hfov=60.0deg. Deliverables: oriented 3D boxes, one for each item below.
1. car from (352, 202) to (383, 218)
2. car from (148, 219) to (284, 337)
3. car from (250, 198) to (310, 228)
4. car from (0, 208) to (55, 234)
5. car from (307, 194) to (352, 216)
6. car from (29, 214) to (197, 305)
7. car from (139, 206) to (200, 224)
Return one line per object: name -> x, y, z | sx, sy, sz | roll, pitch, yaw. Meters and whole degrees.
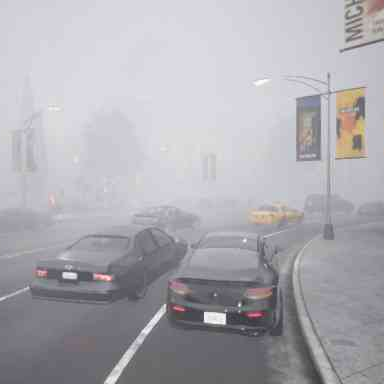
car -> 17.195, 1.568, 30.650 | 4.181, 1.385, 1.994 | 0, 0, -30
car -> 0.836, 1.525, 6.696 | 1.812, 1.442, 4.674 | 0, 0, 13
car -> 5.813, 1.457, 22.160 | 1.801, 1.575, 5.366 | 0, 0, 40
car -> -9.732, 1.544, 17.339 | 2.033, 1.411, 5.357 | 0, 0, 23
car -> 13.400, 1.224, 32.562 | 5.566, 2.045, 2.150 | 0, 0, -31
car -> -1.575, 1.547, 8.398 | 2.033, 1.411, 5.357 | 0, 0, 14
car -> -1.258, 1.491, 18.061 | 2.128, 1.511, 4.902 | 0, 0, 29
